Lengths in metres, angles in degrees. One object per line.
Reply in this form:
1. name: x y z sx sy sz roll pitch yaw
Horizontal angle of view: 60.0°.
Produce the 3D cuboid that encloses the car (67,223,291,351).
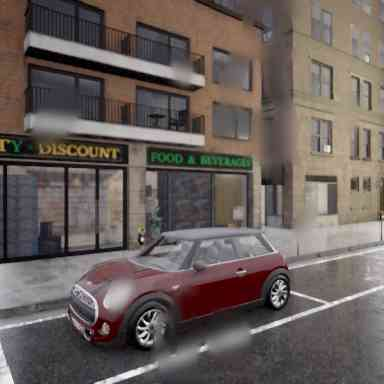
1. car: -0.098 1.439 6.125 4.097 1.590 1.967 0 0 -36
